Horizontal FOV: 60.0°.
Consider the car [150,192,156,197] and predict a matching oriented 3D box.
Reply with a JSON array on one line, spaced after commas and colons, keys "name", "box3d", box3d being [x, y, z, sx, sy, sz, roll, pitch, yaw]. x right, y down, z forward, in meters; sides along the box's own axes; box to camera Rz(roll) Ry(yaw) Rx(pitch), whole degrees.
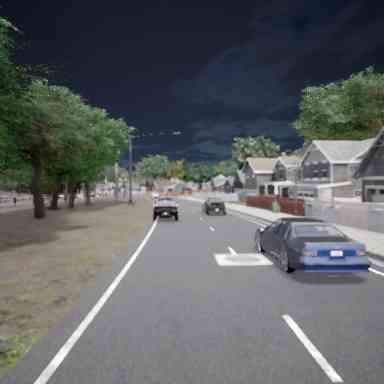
[{"name": "car", "box3d": [-9.056, 0.806, 81.126, 1.812, 1.442, 4.674, 0, 1, -13]}]

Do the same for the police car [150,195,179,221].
[{"name": "police car", "box3d": [-2.073, 1.316, 26.327, 1.930, 1.638, 5.238, 0, 0, -4]}]

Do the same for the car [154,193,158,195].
[{"name": "car", "box3d": [-3.608, 1.236, 42.362, 1.801, 1.575, 5.366, 0, 0, -7]}]

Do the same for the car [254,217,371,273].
[{"name": "car", "box3d": [3.389, 1.509, 10.480, 2.033, 1.411, 5.357, 0, 0, -2]}]

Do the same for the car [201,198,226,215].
[{"name": "car", "box3d": [2.050, 1.347, 32.413, 1.837, 1.490, 4.892, 0, 0, -5]}]
